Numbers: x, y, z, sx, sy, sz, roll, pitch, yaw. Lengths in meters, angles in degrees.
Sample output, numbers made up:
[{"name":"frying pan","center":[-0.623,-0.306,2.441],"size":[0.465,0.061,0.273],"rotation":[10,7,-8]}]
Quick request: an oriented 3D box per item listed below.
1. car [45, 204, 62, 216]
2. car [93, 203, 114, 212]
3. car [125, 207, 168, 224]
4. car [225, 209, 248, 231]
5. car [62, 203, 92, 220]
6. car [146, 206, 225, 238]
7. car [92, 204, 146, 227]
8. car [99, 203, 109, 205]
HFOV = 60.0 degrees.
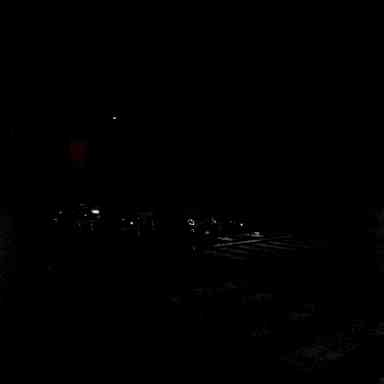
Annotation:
[{"name":"car","center":[-17.763,2.331,43.322],"size":[2.128,1.511,4.902],"rotation":[0,-1,-36]},{"name":"car","center":[-15.075,2.597,56.441],"size":[1.895,1.301,4.718],"rotation":[0,-1,-36]},{"name":"car","center":[-4.242,2.082,30.250],"size":[1.895,1.301,4.718],"rotation":[0,-1,-36]},{"name":"car","center":[1.591,1.801,22.261],"size":[1.837,1.490,4.892],"rotation":[0,-1,-36]},{"name":"car","center":[-11.931,2.214,35.286],"size":[1.994,1.385,4.181],"rotation":[0,-1,-36]},{"name":"car","center":[-0.510,1.636,19.625],"size":[2.097,1.767,4.553],"rotation":[0,-1,-36]},{"name":"car","center":[-6.091,2.009,27.277],"size":[2.033,1.411,5.357],"rotation":[0,-1,-35]},{"name":"car","center":[-10.467,2.230,38.786],"size":[2.033,1.411,5.357],"rotation":[0,-1,-36]}]
